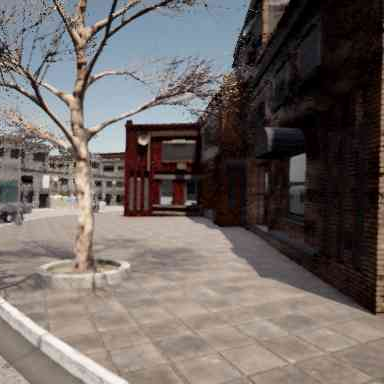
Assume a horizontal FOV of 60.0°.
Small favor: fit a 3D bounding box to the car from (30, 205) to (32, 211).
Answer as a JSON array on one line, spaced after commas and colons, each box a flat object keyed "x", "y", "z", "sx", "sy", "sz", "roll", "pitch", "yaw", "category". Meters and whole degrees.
[{"x": -20.072, "y": 1.778, "z": 37.205, "sx": 2.033, "sy": 1.411, "sz": 5.357, "roll": 1, "pitch": -1, "yaw": 5, "category": "car"}]

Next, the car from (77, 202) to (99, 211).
[{"x": -14.438, "y": 2.146, "z": 48.079, "sx": 1.895, "sy": 1.301, "sz": 4.718, "roll": 1, "pitch": -1, "yaw": 15, "category": "car"}]

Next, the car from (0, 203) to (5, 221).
[{"x": -14.398, "y": 1.580, "z": 22.132, "sx": 1.801, "sy": 1.575, "sz": 5.366, "roll": 1, "pitch": -1, "yaw": -16, "category": "car"}]

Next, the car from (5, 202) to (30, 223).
[{"x": -15.476, "y": 1.694, "z": 27.439, "sx": 1.837, "sy": 1.490, "sz": 4.892, "roll": 1, "pitch": -1, "yaw": -8, "category": "car"}]
